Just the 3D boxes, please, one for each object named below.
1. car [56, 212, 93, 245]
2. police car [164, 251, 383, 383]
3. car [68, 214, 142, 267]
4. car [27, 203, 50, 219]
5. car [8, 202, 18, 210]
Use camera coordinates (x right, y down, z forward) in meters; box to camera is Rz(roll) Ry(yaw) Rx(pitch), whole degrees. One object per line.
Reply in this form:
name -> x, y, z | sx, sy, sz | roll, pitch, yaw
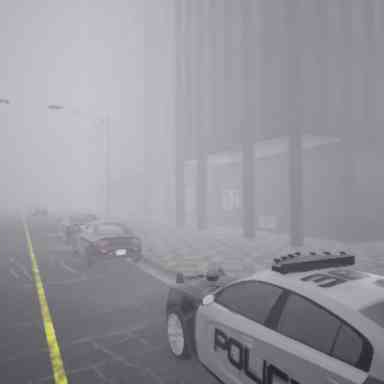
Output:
car -> -6.071, 1.858, 17.876 | 1.837, 1.490, 4.892 | 1, -1, -27
police car -> 1.266, 1.511, 3.783 | 1.930, 1.638, 5.238 | 1, -1, -27
car -> -3.300, 1.779, 12.554 | 1.812, 1.442, 4.674 | 1, -1, -27
car -> -17.206, 2.246, 37.391 | 1.812, 1.442, 4.674 | 1, -1, -27
car -> -36.136, 2.764, 67.184 | 1.882, 1.535, 5.008 | 1, -1, -27
